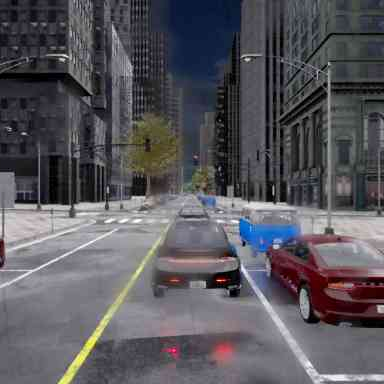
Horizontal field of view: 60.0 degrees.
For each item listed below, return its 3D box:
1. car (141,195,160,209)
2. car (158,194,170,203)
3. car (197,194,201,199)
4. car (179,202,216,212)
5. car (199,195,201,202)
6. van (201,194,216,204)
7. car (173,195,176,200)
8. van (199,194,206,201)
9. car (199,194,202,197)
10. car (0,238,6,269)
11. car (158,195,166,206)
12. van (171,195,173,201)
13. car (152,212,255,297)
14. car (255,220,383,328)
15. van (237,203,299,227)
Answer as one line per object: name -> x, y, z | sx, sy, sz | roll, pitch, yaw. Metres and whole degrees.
car -> -5.829, 1.545, 44.934 | 1.752, 1.417, 4.829 | 0, 0, 0
car -> -5.844, 1.349, 60.974 | 2.192, 1.841, 5.009 | 0, 0, 0
car -> 2.664, 1.599, 72.167 | 2.008, 1.369, 4.403 | 0, 0, 0
car -> 0.061, 1.495, 17.928 | 2.128, 1.511, 4.902 | 0, 0, 1
car -> 2.687, 1.595, 55.927 | 1.947, 1.339, 4.313 | 0, 0, 0
van -> 2.695, 1.365, 50.514 | 1.690, 1.788, 3.998 | 0, 0, 0
car -> -5.882, 1.636, 87.417 | 1.947, 1.339, 4.313 | 0, 0, 0
van -> 2.650, 1.404, 82.994 | 1.690, 1.788, 3.998 | 0, 0, 0
car -> 2.679, 1.579, 61.340 | 1.887, 1.381, 4.507 | 0, 0, 0
car -> -5.786, 1.545, 7.011 | 1.887, 1.381, 4.507 | 0, 0, 0
car -> -5.838, 1.574, 55.684 | 1.887, 1.381, 4.507 | 0, 0, 0
van -> -5.867, 1.395, 76.840 | 1.690, 1.788, 3.998 | 0, 0, 0
car -> 0.089, 1.492, 8.542 | 2.128, 1.511, 4.902 | 0, 0, 0
car -> 2.769, 1.545, 7.004 | 1.887, 1.381, 4.507 | 0, 0, 0
van -> 2.763, 1.343, 12.530 | 1.690, 1.788, 3.998 | 0, 0, 0
